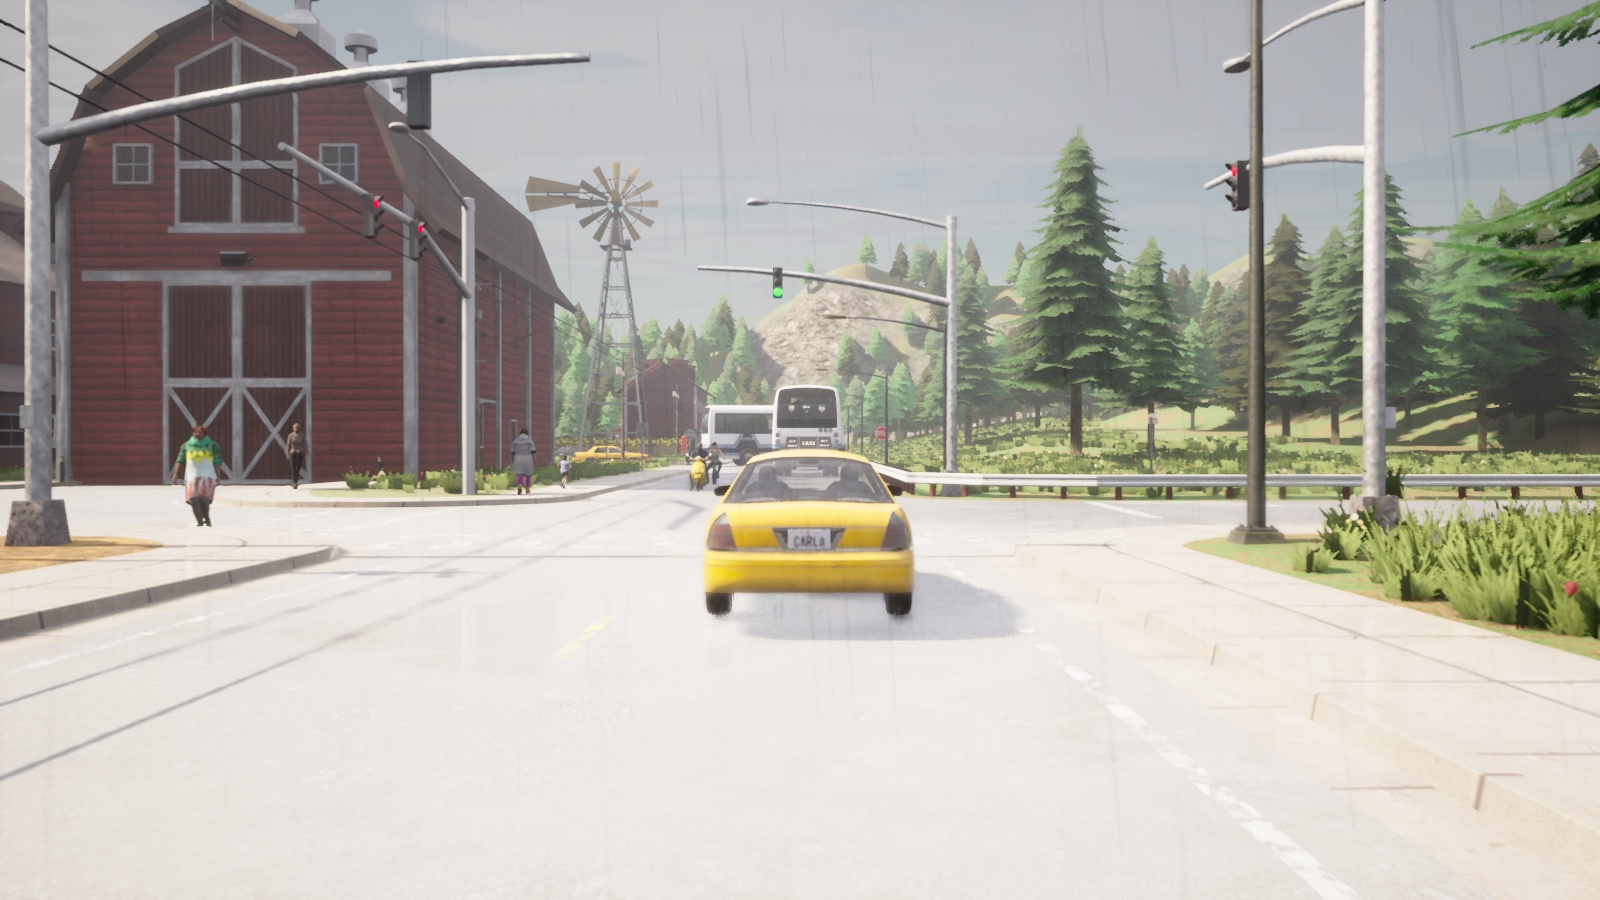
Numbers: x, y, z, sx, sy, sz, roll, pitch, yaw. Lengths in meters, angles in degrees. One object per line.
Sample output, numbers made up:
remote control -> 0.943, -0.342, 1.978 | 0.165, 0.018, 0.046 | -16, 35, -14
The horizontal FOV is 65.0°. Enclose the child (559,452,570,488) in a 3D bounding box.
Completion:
child -> -7.319, 0.621, 39.016 | 0.255, 1.110, 0.394 | 0, 0, 4

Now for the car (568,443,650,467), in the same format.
car -> -13.049, 0.333, 85.927 | 5.366, 1.575, 1.801 | 0, 0, -1

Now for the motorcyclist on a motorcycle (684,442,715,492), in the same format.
motorcyclist on a motorcycle -> -3.259, 0.535, 40.816 | 0.866, 1.590, 1.817 | 0, 0, 0

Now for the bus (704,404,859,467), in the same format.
bus -> -1.339, -0.979, 88.225 | 10.273, 4.253, 3.944 | 0, 0, -14

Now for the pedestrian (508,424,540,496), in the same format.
pedestrian -> -7.550, 0.259, 34.387 | 0.659, 1.952, 0.873 | 0, 0, 4

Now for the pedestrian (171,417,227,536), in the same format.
pedestrian -> -10.035, 0.429, 20.986 | 0.659, 1.952, 0.873 | 0, 0, -12

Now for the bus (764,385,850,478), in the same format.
bus -> 0.362, -0.879, 62.710 | 3.944, 4.253, 10.273 | 0, 0, 0

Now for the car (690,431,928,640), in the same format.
car -> 0.082, 0.637, 12.161 | 1.801, 1.575, 5.366 | 0, 0, 0

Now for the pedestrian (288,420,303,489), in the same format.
pedestrian -> -13.548, 0.113, 33.710 | 0.331, 1.846, 0.634 | 0, 0, -26
